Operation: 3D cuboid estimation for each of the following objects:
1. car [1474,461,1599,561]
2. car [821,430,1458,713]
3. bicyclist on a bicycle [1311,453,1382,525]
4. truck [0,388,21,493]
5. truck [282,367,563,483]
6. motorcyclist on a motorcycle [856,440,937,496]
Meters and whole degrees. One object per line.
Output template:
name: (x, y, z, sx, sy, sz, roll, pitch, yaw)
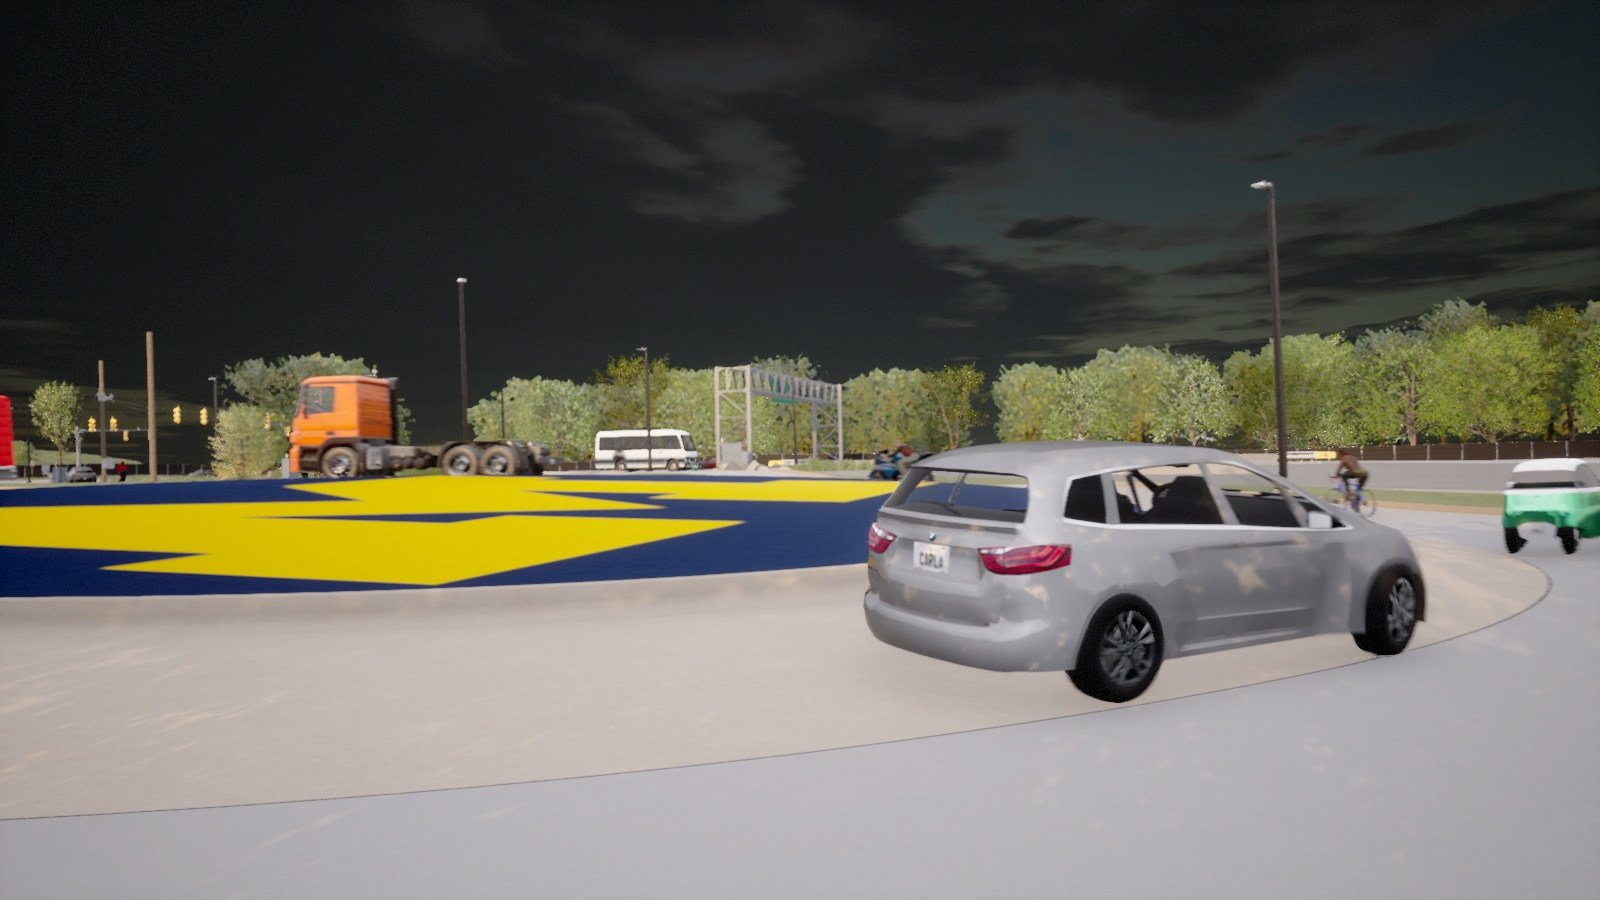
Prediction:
car: (11.381, 0.902, 19.074, 1.481, 1.376, 2.207, -3, -1, 42)
car: (2.717, 0.711, 9.815, 4.611, 1.667, 2.242, -1, 2, -32)
bicyclist on a bicycle: (13.025, 0.904, 29.976, 0.582, 1.620, 1.656, -2, 1, -18)
truck: (-20.891, -0.133, 28.089, 2.627, 2.467, 5.204, -2, 0, 25)
truck: (-11.724, -0.730, 39.388, 7.936, 3.462, 2.891, 0, -1, 7)
motorcyclist on a motorcycle: (2.780, 0.511, 36.320, 2.191, 1.530, 0.866, 1, 0, 37)
